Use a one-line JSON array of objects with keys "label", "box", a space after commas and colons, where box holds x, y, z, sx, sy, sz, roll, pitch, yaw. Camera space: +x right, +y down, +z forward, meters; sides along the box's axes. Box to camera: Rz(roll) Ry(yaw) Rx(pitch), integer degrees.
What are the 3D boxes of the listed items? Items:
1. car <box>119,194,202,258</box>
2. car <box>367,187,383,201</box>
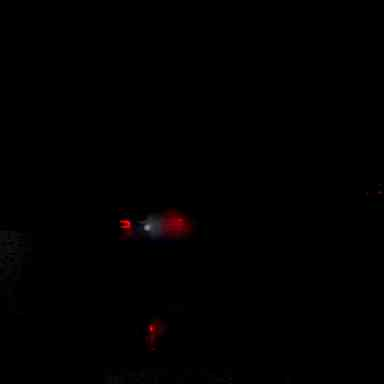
[{"label": "car", "box": [-0.950, 1.095, 12.409, 2.150, 2.045, 5.566, -1, 1, 7]}, {"label": "car", "box": [27.779, 0.203, 49.556, 2.150, 2.045, 5.566, -2, 1, 40]}]
